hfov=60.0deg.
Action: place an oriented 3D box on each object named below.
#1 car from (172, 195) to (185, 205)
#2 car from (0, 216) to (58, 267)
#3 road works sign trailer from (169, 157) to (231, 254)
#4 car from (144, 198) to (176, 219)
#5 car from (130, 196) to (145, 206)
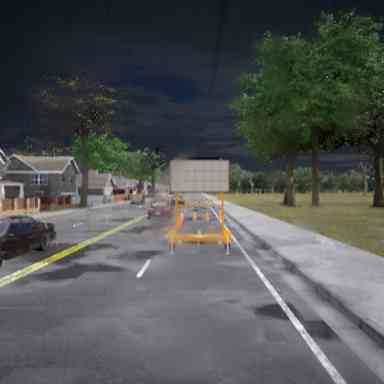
[{"bbox_3d":[-2.103,1.251,49.042,2.097,1.767,4.553,0,0,1],"label":"car"},{"bbox_3d":[-6.338,1.517,11.009,2.033,1.411,5.357,0,0,1],"label":"car"},{"bbox_3d":[0.311,0.430,13.293,2.380,3.560,2.880,0,0,1],"label":"road works sign trailer"},{"bbox_3d":[-2.541,1.463,27.781,1.812,1.442,4.674,0,0,1],"label":"car"},{"bbox_3d":[-8.697,1.393,53.366,1.837,1.490,4.892,0,1,1],"label":"car"}]
